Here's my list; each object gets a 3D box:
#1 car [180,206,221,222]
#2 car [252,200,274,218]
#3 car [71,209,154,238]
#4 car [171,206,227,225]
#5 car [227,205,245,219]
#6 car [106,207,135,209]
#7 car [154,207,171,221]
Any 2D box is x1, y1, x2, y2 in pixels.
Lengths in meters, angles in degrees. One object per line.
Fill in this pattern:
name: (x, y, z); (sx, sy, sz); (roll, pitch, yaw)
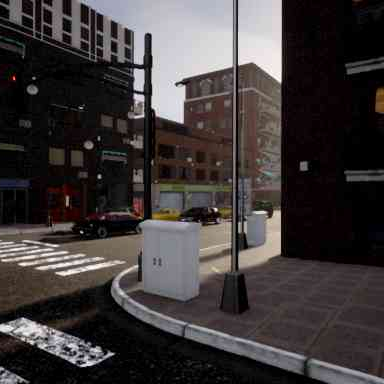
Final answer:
car: (0.905, 2.092, 32.196); (1.947, 1.339, 4.313); (-1, -2, 35)
car: (7.150, 1.891, 36.578); (2.150, 2.045, 5.566); (0, -1, 35)
car: (-4.667, 1.881, 19.663); (1.895, 1.301, 4.718); (0, -1, 35)
car: (0.700, 1.961, 27.349); (1.837, 1.490, 4.892); (0, -1, 35)
car: (3.969, 2.153, 36.587); (1.752, 1.417, 4.829); (-1, -2, 35)
car: (-5.416, 1.758, 23.141); (1.967, 1.590, 4.097); (-1, -2, 35)
car: (-2.353, 1.944, 27.528); (1.752, 1.417, 4.829); (-1, -2, 35)
